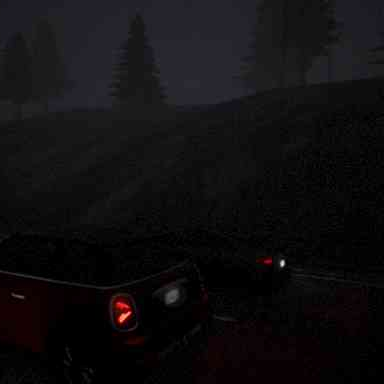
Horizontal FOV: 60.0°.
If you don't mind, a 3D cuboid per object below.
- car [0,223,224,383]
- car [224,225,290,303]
[{"bbox_3d":[-2.065,1.305,5.168,4.553,1.767,2.097,0,1,31],"label":"car"},{"bbox_3d":[0.142,1.459,7.919,4.181,1.385,1.994,0,1,31],"label":"car"}]
